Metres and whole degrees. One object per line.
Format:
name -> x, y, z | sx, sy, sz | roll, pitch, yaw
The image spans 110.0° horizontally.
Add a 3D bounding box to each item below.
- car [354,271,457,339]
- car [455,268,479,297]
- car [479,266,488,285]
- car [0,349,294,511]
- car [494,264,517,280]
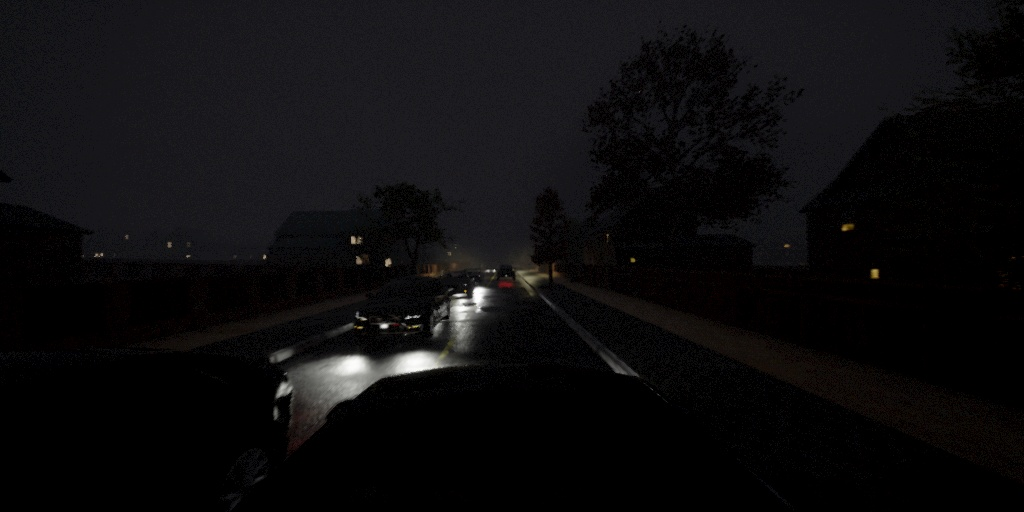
car -> -2.982, 1.385, 10.663 | 1.837, 1.490, 4.892 | -1, -1, -1
car -> -3.192, 1.560, 20.644 | 1.994, 1.385, 4.181 | -1, -1, -1
car -> -3.379, 1.719, 30.702 | 1.895, 1.301, 4.718 | -1, -1, -1
car -> -2.780, 1.280, 1.168 | 1.837, 1.490, 4.892 | -1, -1, -1
car -> -0.598, 1.668, 36.852 | 1.837, 1.490, 4.892 | -1, -1, -1
